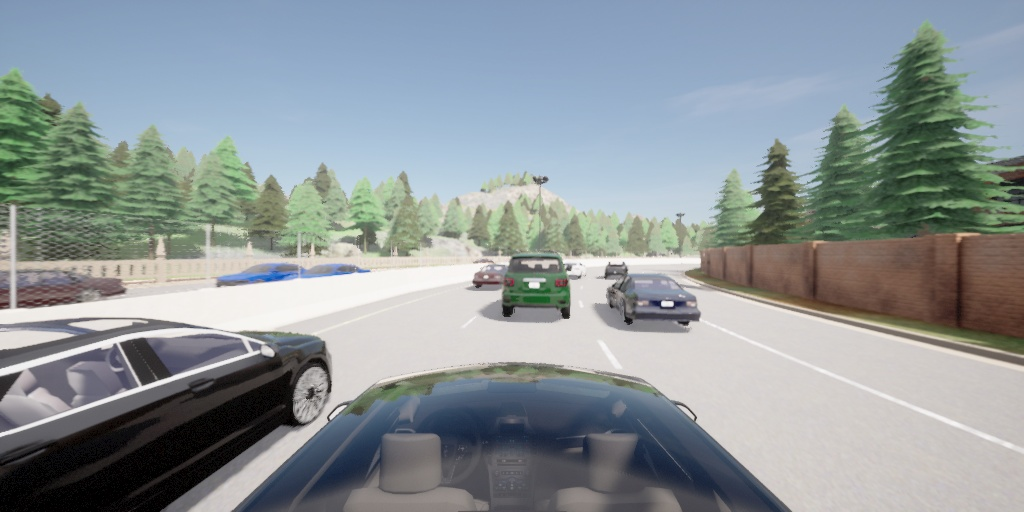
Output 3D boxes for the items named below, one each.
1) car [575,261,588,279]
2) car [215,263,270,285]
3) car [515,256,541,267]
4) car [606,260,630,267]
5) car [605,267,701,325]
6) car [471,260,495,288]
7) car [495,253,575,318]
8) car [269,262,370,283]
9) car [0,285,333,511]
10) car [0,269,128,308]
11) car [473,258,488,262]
[{"bbox_3d":[5.294,1.150,30.865,1.812,1.442,4.674,0,0,19],"label":"car"},{"bbox_3d":[-12.460,1.092,18.474,1.882,1.535,5.008,0,0,10],"label":"car"},{"bbox_3d":[2.636,0.831,57.632,2.097,1.767,4.553,0,0,33],"label":"car"},{"bbox_3d":[9.280,1.129,31.599,2.128,1.511,4.902,0,0,20],"label":"car"},{"bbox_3d":[4.316,1.265,11.711,2.033,1.411,5.357,0,0,7],"label":"car"},{"bbox_3d":[-0.861,1.190,22.316,2.033,1.411,5.357,0,0,13],"label":"car"},{"bbox_3d":[1.002,0.919,13.030,2.150,2.045,5.566,0,0,8],"label":"car"},{"bbox_3d":[-9.025,1.109,17.810,1.882,1.535,5.008,0,0,10],"label":"car"},{"bbox_3d":[-3.263,1.223,2.734,2.128,1.511,4.902,0,0,1],"label":"car"},{"bbox_3d":[-16.891,1.174,12.277,2.033,1.411,5.357,0,0,6],"label":"car"},{"bbox_3d":[-4.352,1.039,52.621,1.994,1.385,4.181,0,0,29],"label":"car"}]
